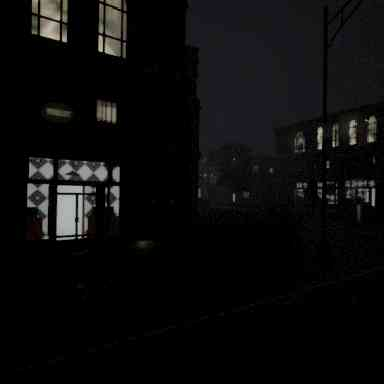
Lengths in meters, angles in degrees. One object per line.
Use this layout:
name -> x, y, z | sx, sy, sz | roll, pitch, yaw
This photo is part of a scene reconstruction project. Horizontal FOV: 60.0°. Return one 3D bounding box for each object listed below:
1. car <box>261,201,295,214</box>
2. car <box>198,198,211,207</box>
car -> 9.405, 1.619, 36.629 | 2.008, 1.369, 4.403 | 1, -1, -27
car -> 1.328, 1.616, 52.106 | 1.887, 1.381, 4.507 | 1, -1, -27
